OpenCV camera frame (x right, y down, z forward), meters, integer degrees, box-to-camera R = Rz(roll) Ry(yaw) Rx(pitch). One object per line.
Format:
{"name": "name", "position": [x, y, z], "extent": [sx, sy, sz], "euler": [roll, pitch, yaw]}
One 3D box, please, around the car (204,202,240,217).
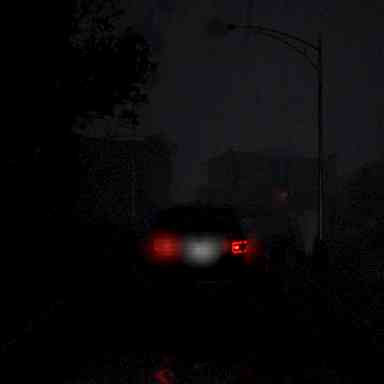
{"name": "car", "position": [3.811, 2.212, 42.482], "extent": [2.185, 1.767, 4.553], "euler": [4, -3, -32]}

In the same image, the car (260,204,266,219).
{"name": "car", "position": [6.772, 2.455, 43.048], "extent": [2.185, 1.767, 4.553], "euler": [6, -3, -32]}

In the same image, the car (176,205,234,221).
{"name": "car", "position": [1.265, 2.087, 32.668], "extent": [5.357, 1.411, 2.033], "euler": [1, -1, -10]}

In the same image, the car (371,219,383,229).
{"name": "car", "position": [24.473, 4.315, 46.602], "extent": [2.002, 1.452, 4.674], "euler": [7, -3, -31]}

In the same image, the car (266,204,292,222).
{"name": "car", "position": [9.757, 2.616, 43.673], "extent": [2.435, 2.045, 5.566], "euler": [7, -3, -32]}

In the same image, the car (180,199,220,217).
{"name": "car", "position": [0.945, 1.927, 41.827], "extent": [2.435, 2.045, 5.566], "euler": [1, -2, -31]}

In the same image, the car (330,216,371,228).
{"name": "car", "position": [21.514, 4.032, 46.021], "extent": [2.002, 1.452, 4.674], "euler": [6, -3, -31]}

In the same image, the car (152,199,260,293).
{"name": "car", "position": [0.234, 1.326, 9.267], "extent": [2.150, 2.045, 5.566], "euler": [0, -1, 1]}

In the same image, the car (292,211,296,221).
{"name": "car", "position": [12.574, 3.144, 44.440], "extent": [1.946, 1.575, 5.366], "euler": [6, -3, -31]}
